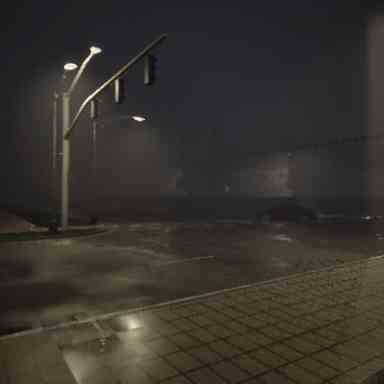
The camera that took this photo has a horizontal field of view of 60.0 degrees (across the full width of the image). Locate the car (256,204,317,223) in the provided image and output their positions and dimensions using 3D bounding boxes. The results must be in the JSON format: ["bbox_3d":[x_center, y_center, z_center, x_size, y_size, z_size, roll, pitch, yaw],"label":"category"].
[{"bbox_3d":[8.116,1.811,28.743,5.008,1.535,1.882,1,1,13],"label":"car"}]
